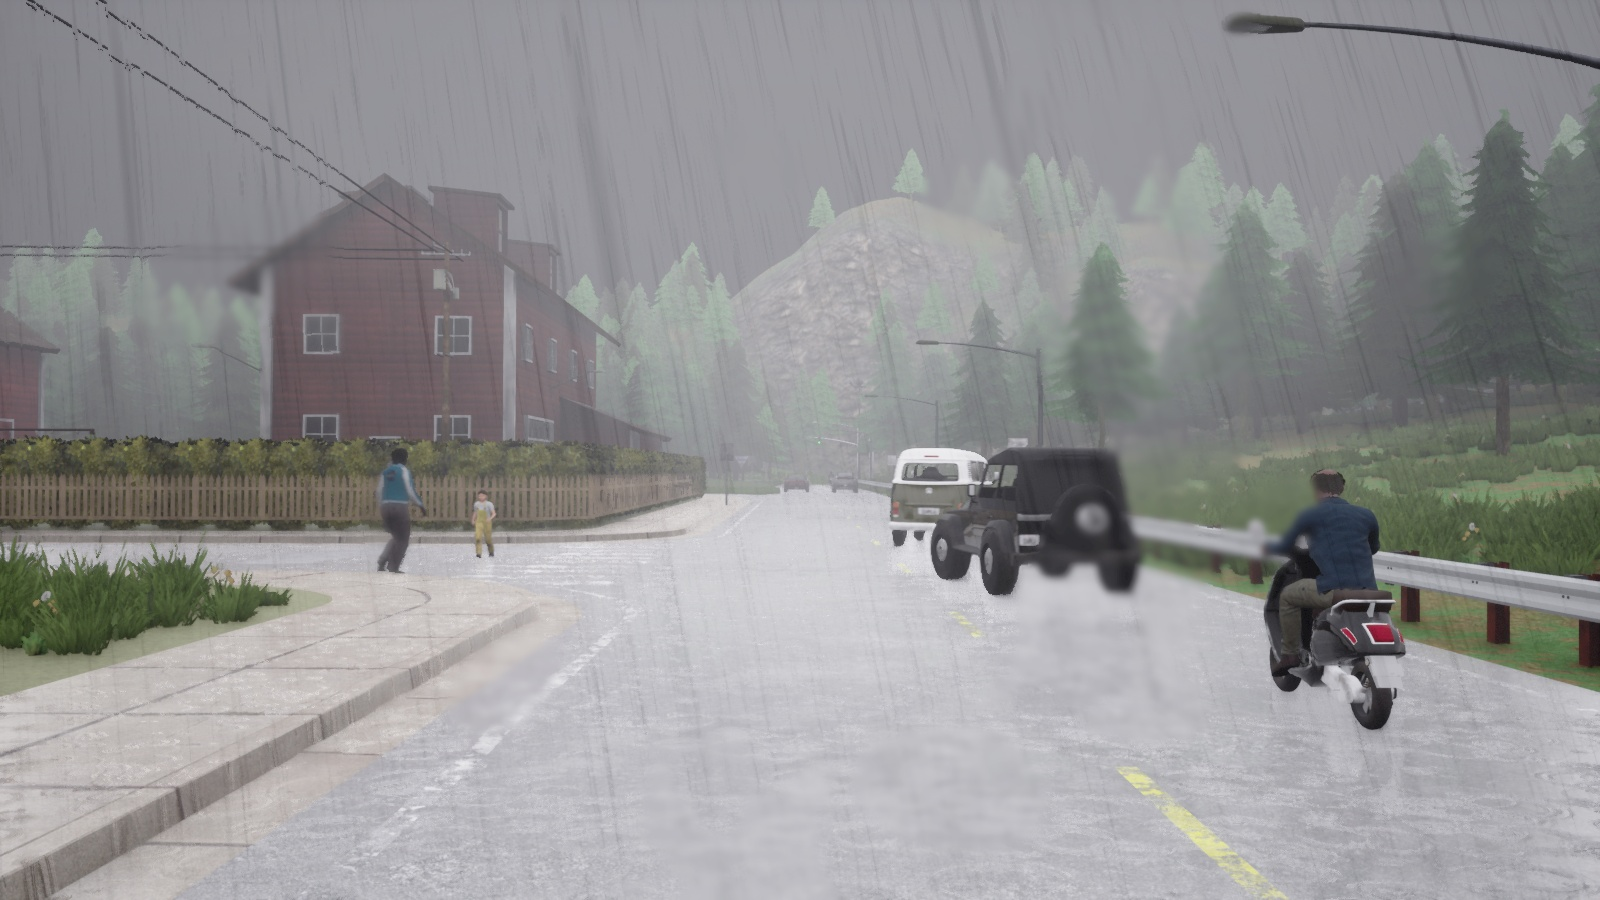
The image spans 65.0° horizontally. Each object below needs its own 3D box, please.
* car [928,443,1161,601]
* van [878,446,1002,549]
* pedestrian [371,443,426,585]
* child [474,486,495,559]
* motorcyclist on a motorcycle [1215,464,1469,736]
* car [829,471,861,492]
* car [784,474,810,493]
[{"bbox_3d":[3.145,0.884,17.008,1.905,1.878,3.866,0,-1,-9],"label":"car"},{"bbox_3d":[3.162,0.984,27.433,2.069,2.038,4.480,0,-1,15],"label":"van"},{"bbox_3d":[-5.569,0.872,17.439,0.396,1.930,0.692,-1,-1,19],"label":"pedestrian"},{"bbox_3d":[-5.564,1.273,22.137,0.270,1.263,0.437,0,-1,-1],"label":"child"},{"bbox_3d":[3.479,0.893,8.270,0.866,1.590,1.817,0,-1,0],"label":"motorcyclist on a motorcycle"},{"bbox_3d":[3.271,2.299,92.020,2.128,1.511,4.902,0,-1,0],"label":"car"},{"bbox_3d":[-0.230,2.467,92.581,1.895,1.301,4.718,0,-1,0],"label":"car"}]
